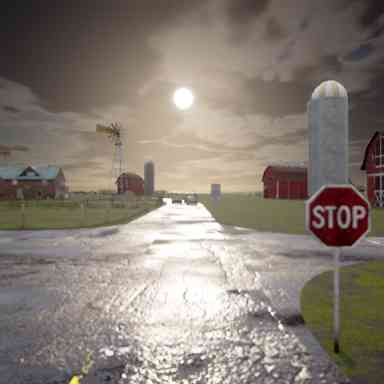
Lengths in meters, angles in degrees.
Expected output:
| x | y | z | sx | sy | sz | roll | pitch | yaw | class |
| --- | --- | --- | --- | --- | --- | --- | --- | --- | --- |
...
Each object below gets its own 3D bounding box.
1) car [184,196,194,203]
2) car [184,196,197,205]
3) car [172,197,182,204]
| x | y | z | sx | sy | sz | roll | pitch | yaw | class |
| --- | --- | --- | --- | --- | --- | --- | --- | --- | --- |
| -0.668 | 1.532 | 71.350 | 1.837 | 1.490 | 4.892 | 0 | 0 | -6 | car |
| -0.011 | 1.545 | 61.241 | 2.128 | 1.511 | 4.902 | 0 | 0 | -2 | car |
| -2.946 | 1.615 | 65.340 | 1.994 | 1.385 | 4.181 | 0 | 0 | -2 | car |
